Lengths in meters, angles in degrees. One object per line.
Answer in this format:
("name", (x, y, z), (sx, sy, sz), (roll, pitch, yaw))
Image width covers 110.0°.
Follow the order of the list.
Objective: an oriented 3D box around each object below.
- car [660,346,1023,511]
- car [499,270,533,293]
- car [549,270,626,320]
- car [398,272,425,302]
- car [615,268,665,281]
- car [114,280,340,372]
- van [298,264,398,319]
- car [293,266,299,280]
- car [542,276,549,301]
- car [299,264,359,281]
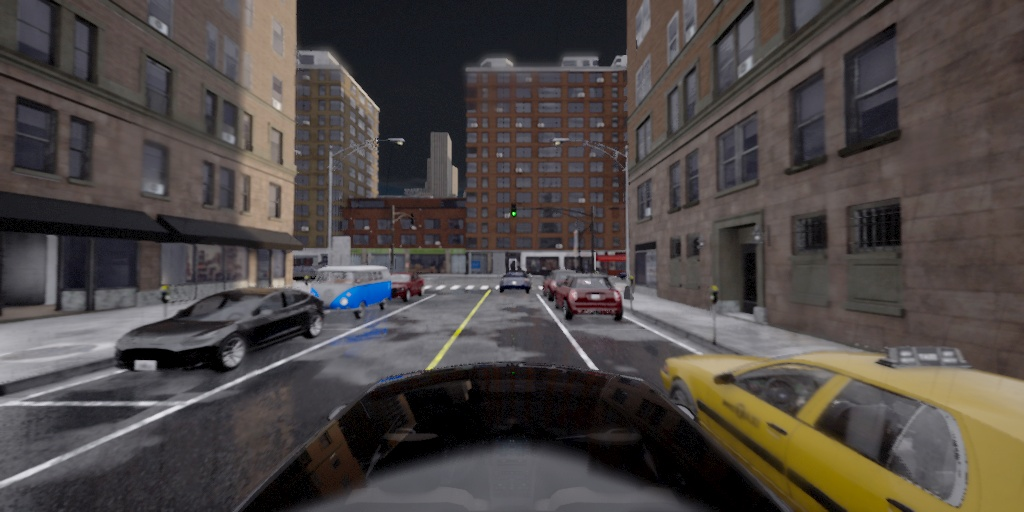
("car", (2.670, 1.285, 2.591), (1.751, 1.417, 4.829), (0, 0, 0))
("car", (0.333, 1.627, 23.977), (1.994, 1.385, 4.181), (0, -1, 6))
("car", (2.667, 1.356, 13.385), (1.967, 1.591, 4.097), (0, 0, 0))
("car", (-5.860, 1.540, 18.866), (1.888, 1.381, 4.507), (0, 0, 0))
("car", (13.590, 2.004, 38.286), (4.718, 1.301, 1.895), (0, -1, 0))
("car", (-5.857, 1.404, 7.903), (1.948, 1.339, 4.313), (0, 0, 0))
("van", (-5.859, 1.257, 13.385), (1.690, 1.789, 3.998), (0, 0, 0))
("car", (-18.000, 1.551, 31.781), (5.357, 1.411, 2.033), (0, -1, 0))
("car", (2.665, 1.434, 18.868), (1.967, 1.591, 4.097), (0, 0, 0))
("car", (-17.801, 1.588, 35.031), (4.892, 1.490, 1.837), (0, -1, 0))
